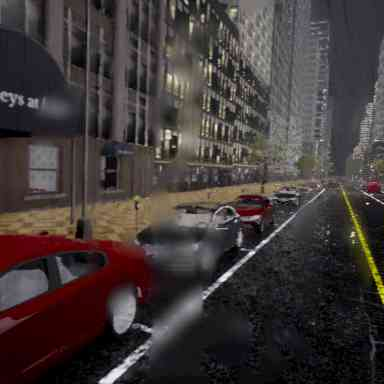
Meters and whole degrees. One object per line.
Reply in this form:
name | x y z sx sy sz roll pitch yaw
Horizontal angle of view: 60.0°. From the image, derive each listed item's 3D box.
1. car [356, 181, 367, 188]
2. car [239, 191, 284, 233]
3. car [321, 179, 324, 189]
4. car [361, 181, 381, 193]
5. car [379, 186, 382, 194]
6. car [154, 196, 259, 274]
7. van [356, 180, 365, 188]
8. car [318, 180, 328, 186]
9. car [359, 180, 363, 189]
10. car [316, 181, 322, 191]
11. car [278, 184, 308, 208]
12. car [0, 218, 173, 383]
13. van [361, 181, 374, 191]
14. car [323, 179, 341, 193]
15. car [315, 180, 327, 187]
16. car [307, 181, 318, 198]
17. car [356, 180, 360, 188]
car | 39.813 -1.773 78.078 1.967 1.590 4.097 4 4 24
car | 2.438 0.778 13.842 1.802 1.307 4.206 4 4 24
car | 18.439 -0.962 50.226 1.967 1.590 4.097 4 4 24
car | 28.392 -0.752 52.075 2.192 1.841 5.009 4 4 24
car | 19.243 0.398 31.292 2.008 1.369 4.403 4 4 24
car | 0.154 0.975 8.641 2.008 1.369 4.403 4 4 24
van | 42.101 -2.101 83.270 1.690 1.788 3.998 4 4 24
car | 32.145 -2.226 81.428 2.008 1.369 4.403 4 4 24
car | 30.677 -0.981 57.274 2.192 1.841 5.009 4 4 24
car | 16.148 -0.592 45.036 1.802 1.307 4.206 4 4 24
car | 7.009 0.291 24.238 2.008 1.369 4.403 4 4 24
car | -2.130 1.198 3.441 1.887 1.381 4.507 4 4 24
van | 32.962 -1.184 62.474 1.690 1.788 3.998 4 4 24
car | 20.355 -0.641 47.911 1.812 1.442 4.674 4 4 24
car | 27.574 -1.753 71.031 1.947 1.339 4.313 4 4 24
car | 11.579 -0.166 34.636 2.008 1.369 4.403 4 4 24
car | 35.243 -1.314 67.679 1.967 1.590 4.097 4 4 24
